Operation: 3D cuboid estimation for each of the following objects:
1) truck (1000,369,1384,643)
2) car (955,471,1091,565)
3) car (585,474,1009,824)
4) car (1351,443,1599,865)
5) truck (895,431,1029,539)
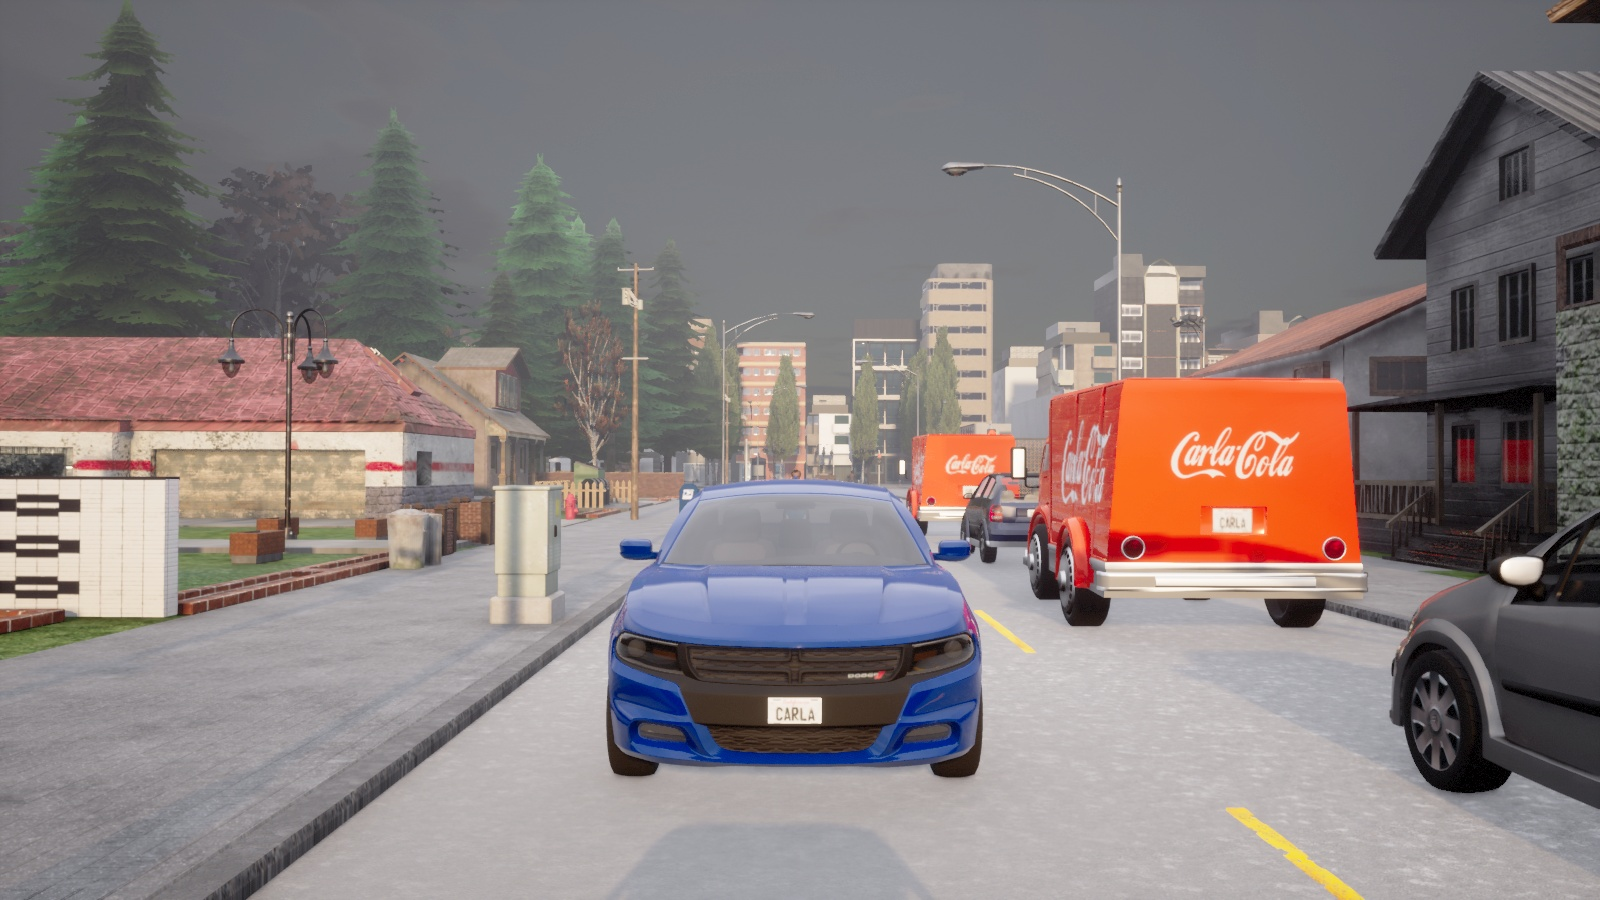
[{"bbox_3d":[3.953,0.546,13.944,2.627,2.467,5.204,0,-1,0],"label":"truck"},{"bbox_3d":[3.938,1.158,22.732,1.789,1.549,3.705,0,-1,0],"label":"car"},{"bbox_3d":[-0.024,0.928,8.083,1.882,1.535,5.008,0,-1,0],"label":"car"},{"bbox_3d":[3.985,0.780,4.946,1.851,1.617,3.988,0,-1,0],"label":"car"},{"bbox_3d":[3.919,0.840,31.491,2.627,2.467,5.204,0,-1,-1],"label":"truck"}]
